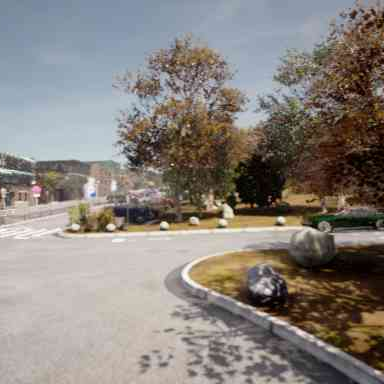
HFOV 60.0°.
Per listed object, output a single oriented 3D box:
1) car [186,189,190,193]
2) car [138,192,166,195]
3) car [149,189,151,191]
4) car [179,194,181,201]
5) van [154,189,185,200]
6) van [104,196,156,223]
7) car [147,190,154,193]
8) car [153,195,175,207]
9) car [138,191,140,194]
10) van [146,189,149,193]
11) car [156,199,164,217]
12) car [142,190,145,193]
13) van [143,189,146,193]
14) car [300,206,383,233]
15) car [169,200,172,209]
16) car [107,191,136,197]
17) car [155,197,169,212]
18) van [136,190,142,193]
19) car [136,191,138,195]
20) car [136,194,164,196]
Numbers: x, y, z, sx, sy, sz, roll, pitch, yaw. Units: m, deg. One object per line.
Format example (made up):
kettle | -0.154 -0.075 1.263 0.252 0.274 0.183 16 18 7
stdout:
car | -2.416 0.289 82.022 5.566 2.045 2.435 -2 1 4
car | -4.625 1.330 46.022 4.553 1.767 2.185 -2 1 4
car | -14.737 0.743 93.264 4.792 1.488 2.163 -2 1 4
car | -4.478 1.425 48.797 4.674 1.452 2.002 -2 1 4
van | -3.844 0.943 57.091 4.442 1.987 1.878 -2 1 4
van | -5.825 1.668 29.417 4.442 1.987 1.878 -2 1 4
car | -7.982 0.989 73.901 2.033 1.411 5.357 -2 1 4
car | -5.007 1.601 40.489 4.892 1.521 2.231 -2 1 4
car | -15.646 1.121 79.280 4.674 1.452 2.002 -2 1 4
van | -14.835 0.561 90.456 4.442 1.987 1.878 -2 1 4
car | -5.495 1.845 32.180 4.792 1.488 2.163 -2 1 4
car | -15.302 0.939 84.873 5.008 1.535 2.097 -2 1 4
van | -15.244 0.645 87.676 4.442 1.987 1.878 -2 1 4
car | 8.327 1.446 17.844 4.718 1.301 1.895 -3 -2 3
car | -5.146 1.700 37.719 4.792 1.488 2.163 -2 1 4
car | -16.040 0.973 73.682 5.566 2.045 2.435 -2 1 4
car | -5.536 1.747 34.964 5.366 1.575 1.946 -2 1 4
van | -15.365 0.781 82.063 4.442 1.987 1.878 -2 1 4
car | -16.011 1.156 76.495 5.366 1.575 1.946 -2 1 4
car | -4.821 1.527 43.257 5.008 1.535 2.097 -2 1 4
